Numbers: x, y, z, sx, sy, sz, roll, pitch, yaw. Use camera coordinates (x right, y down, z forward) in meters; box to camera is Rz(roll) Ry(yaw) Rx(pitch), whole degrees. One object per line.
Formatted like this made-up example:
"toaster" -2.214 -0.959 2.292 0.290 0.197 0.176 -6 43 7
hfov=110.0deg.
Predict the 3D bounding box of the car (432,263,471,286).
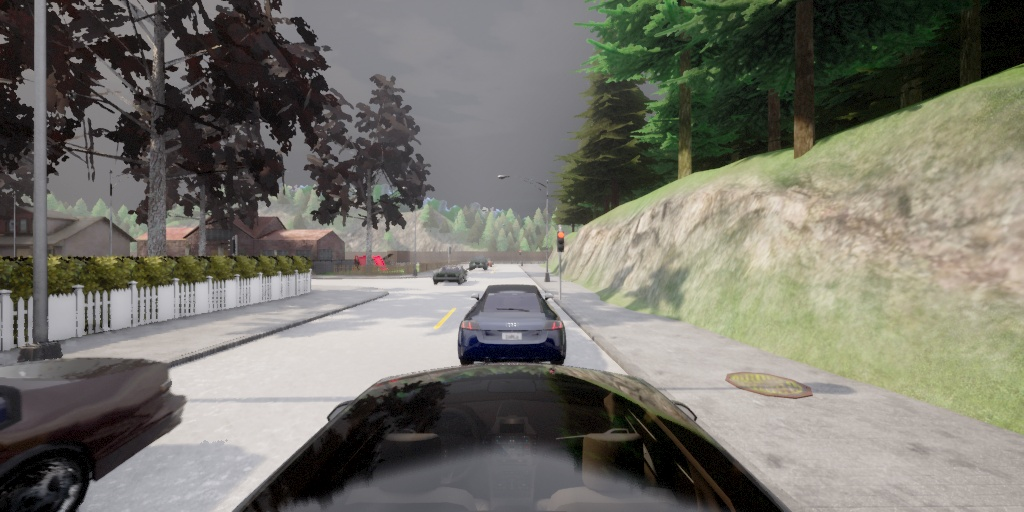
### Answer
"car" -4.319 1.351 25.519 1.895 1.301 4.718 0 0 -1

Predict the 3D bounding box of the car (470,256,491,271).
"car" -4.540 0.971 49.497 2.150 2.045 5.566 0 0 -1

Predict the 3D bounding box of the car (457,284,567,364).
"car" 0.004 1.314 8.014 1.994 1.385 4.181 0 0 0

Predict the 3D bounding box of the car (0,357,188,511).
"car" -4.092 1.297 1.083 2.033 1.411 5.357 0 0 -1
